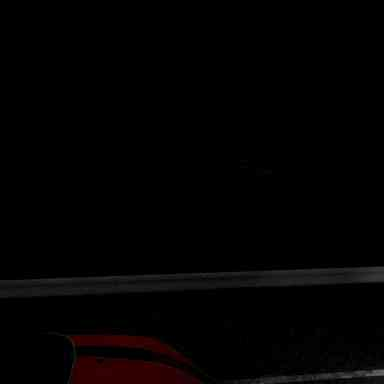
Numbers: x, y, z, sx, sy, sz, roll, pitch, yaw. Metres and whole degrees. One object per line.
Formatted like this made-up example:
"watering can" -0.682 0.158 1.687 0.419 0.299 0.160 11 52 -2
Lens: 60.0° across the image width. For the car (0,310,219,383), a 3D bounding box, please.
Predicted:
"car" -1.841 1.352 1.677 4.553 1.767 2.097 0 0 -7
